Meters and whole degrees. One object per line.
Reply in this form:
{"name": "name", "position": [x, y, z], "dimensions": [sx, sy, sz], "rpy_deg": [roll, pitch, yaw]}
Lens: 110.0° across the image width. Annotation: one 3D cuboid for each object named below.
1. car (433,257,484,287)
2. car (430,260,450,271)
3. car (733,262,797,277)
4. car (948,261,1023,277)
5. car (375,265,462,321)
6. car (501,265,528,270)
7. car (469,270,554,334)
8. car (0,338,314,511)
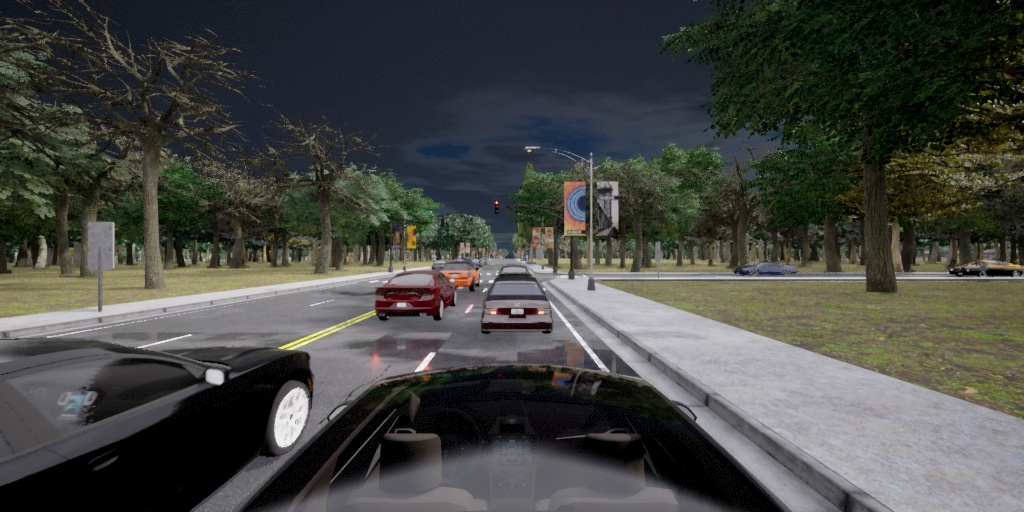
{"name": "car", "position": [-3.132, 1.109, 21.786], "dimensions": [2.097, 1.767, 4.553], "rpy_deg": [0, 0, 0]}
{"name": "car", "position": [-9.797, 1.307, 49.188], "dimensions": [1.812, 1.442, 4.674], "rpy_deg": [0, 0, 0]}
{"name": "car", "position": [24.971, 1.278, 35.396], "dimensions": [5.357, 1.411, 2.033], "rpy_deg": [0, 0, 0]}
{"name": "car", "position": [42.859, 1.322, 32.459], "dimensions": [4.718, 1.301, 1.895], "rpy_deg": [0, 0, 1]}
{"name": "car", "position": [-3.138, 1.230, 12.568], "dimensions": [1.882, 1.535, 5.008], "rpy_deg": [0, 0, -1]}
{"name": "car", "position": [0.105, 1.234, 20.413], "dimensions": [1.882, 1.535, 5.008], "rpy_deg": [0, 0, -1]}
{"name": "car", "position": [0.102, 1.299, 10.587], "dimensions": [2.033, 1.411, 5.357], "rpy_deg": [0, 0, 0]}
{"name": "car", "position": [-3.153, 1.227, 2.031], "dimensions": [1.882, 1.535, 5.008], "rpy_deg": [0, 0, 0]}
